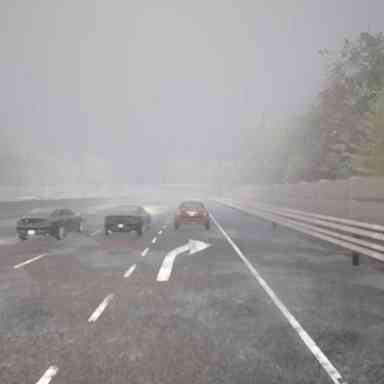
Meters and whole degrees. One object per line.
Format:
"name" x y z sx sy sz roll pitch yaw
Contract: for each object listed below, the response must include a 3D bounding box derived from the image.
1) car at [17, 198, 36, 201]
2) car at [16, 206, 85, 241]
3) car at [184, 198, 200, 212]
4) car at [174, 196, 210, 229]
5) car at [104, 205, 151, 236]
"car" -21.072 1.470 42.107 1.882 1.535 5.008 0 0 0
"car" -6.901 1.491 16.701 1.837 1.490 4.892 0 0 0
"car" -0.005 1.517 40.359 1.812 1.442 4.674 0 0 0
"car" -0.003 1.335 21.627 2.097 1.767 4.553 0 0 0
"car" -3.400 1.463 18.342 1.882 1.535 5.008 0 0 0
